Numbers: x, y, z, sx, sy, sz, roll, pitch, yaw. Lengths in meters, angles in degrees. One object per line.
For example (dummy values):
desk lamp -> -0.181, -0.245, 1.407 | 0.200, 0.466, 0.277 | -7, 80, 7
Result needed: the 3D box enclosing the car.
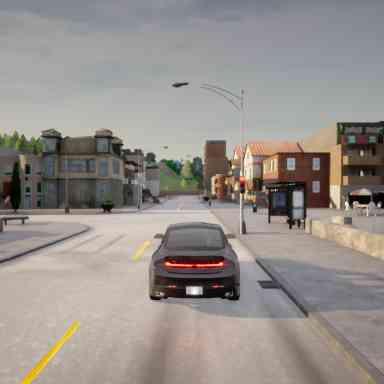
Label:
car -> 0.068, 1.505, 8.337 | 1.837, 1.490, 4.892 | 0, 0, 1
